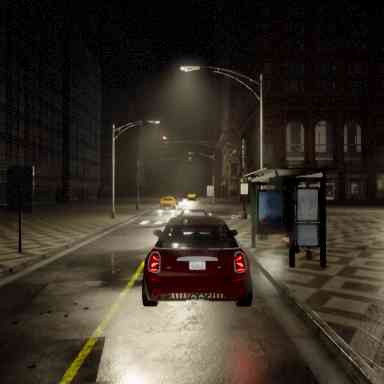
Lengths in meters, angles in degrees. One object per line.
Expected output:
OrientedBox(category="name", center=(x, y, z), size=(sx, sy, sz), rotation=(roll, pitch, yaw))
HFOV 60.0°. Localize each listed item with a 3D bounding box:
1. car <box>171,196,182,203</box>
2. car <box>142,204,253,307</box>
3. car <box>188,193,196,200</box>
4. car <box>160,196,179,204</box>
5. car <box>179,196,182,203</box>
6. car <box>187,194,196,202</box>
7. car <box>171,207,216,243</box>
OrientedBox(category="car", center=(-3.070, 1.477, 67.773), size=(1.895, 1.301, 4.718), rotation=(0, 0, 0))
OrientedBox(category="car", center=(0.094, 1.352, 8.148), size=(2.097, 1.767, 4.553), rotation=(0, 0, 0))
OrientedBox(category="car", center=(-0.064, 1.126, 84.356), size=(1.882, 1.535, 5.008), rotation=(0, 0, 0))
OrientedBox(category="car", center=(-3.118, 1.421, 44.021), size=(1.882, 1.535, 5.008), rotation=(0, 0, 1))
OrientedBox(category="car", center=(-3.127, 1.421, 54.322), size=(1.837, 1.490, 4.892), rotation=(0, 0, 0))
OrientedBox(category="car", center=(-0.056, 1.441, 74.382), size=(1.895, 1.301, 4.718), rotation=(0, 0, 0))
OrientedBox(category="car", center=(0.083, 1.558, 16.791), size=(1.994, 1.385, 4.181), rotation=(0, 0, 0))
